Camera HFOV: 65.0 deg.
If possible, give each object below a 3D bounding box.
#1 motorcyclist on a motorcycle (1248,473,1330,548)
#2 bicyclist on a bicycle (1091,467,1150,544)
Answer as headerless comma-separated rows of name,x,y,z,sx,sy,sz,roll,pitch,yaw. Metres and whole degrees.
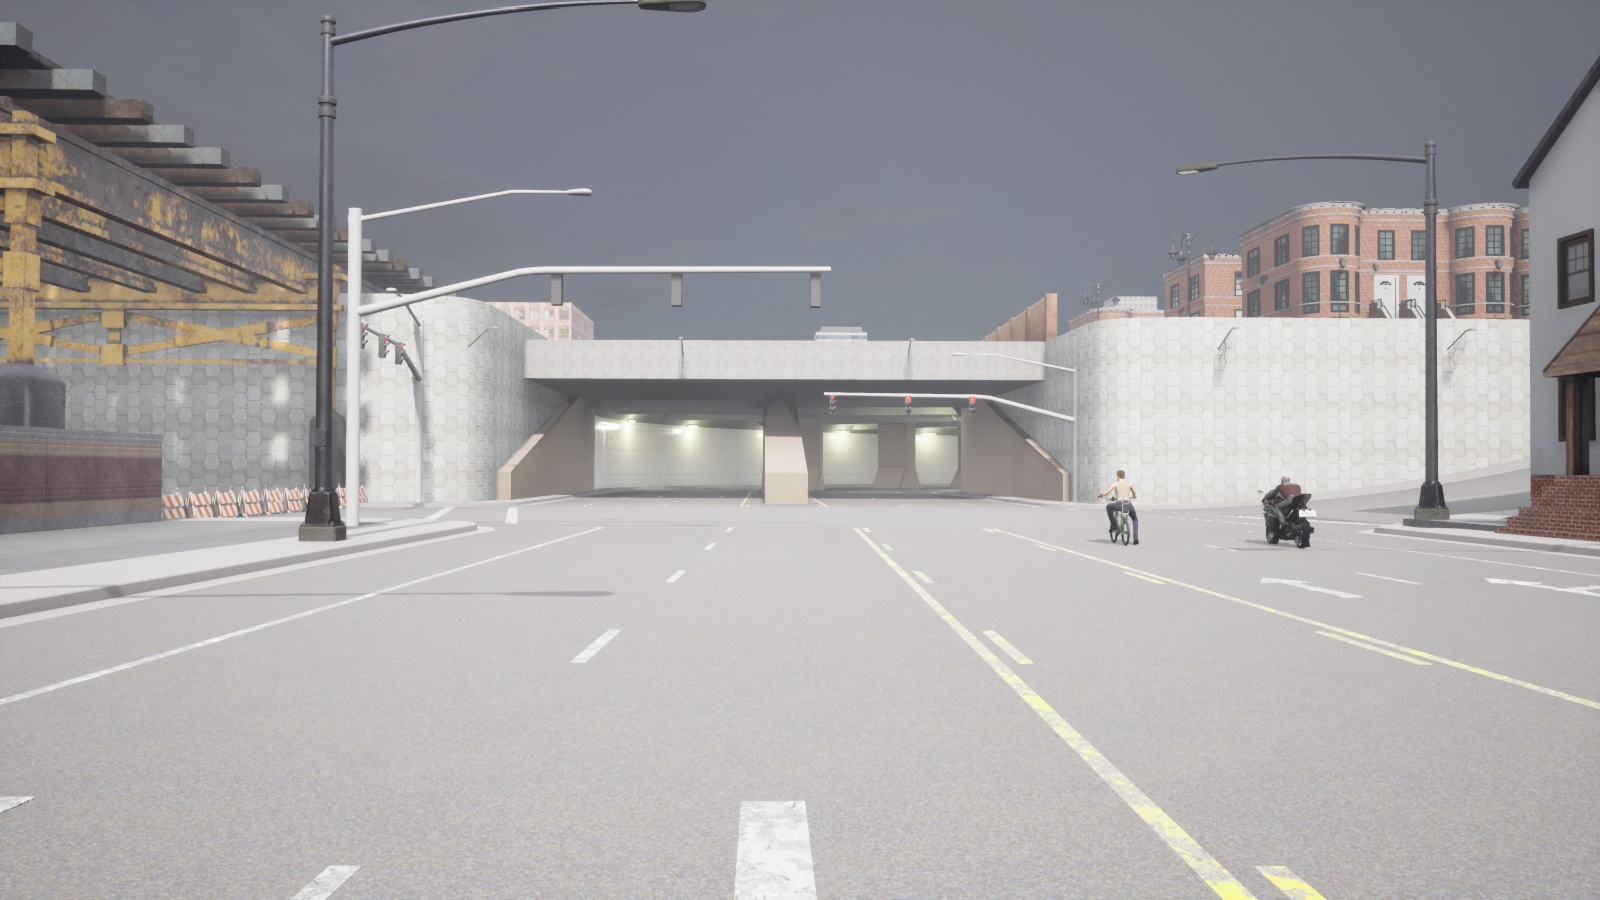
motorcyclist on a motorcycle,10.422,1.258,26.851,0.866,1.530,2.191,0,-1,0
bicyclist on a bicycle,6.927,1.179,27.175,0.866,1.612,1.509,0,-1,-1
